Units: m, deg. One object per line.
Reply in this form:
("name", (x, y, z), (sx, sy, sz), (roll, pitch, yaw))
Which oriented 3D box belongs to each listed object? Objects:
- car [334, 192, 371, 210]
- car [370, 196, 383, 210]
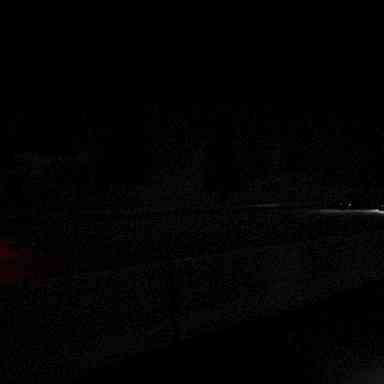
("car", (18.973, 0.997, 39.005), (5.566, 2.045, 2.150), (0, 0, -35))
("car", (22.087, 1.331, 36.916), (4.181, 1.385, 1.994), (0, 0, -35))
